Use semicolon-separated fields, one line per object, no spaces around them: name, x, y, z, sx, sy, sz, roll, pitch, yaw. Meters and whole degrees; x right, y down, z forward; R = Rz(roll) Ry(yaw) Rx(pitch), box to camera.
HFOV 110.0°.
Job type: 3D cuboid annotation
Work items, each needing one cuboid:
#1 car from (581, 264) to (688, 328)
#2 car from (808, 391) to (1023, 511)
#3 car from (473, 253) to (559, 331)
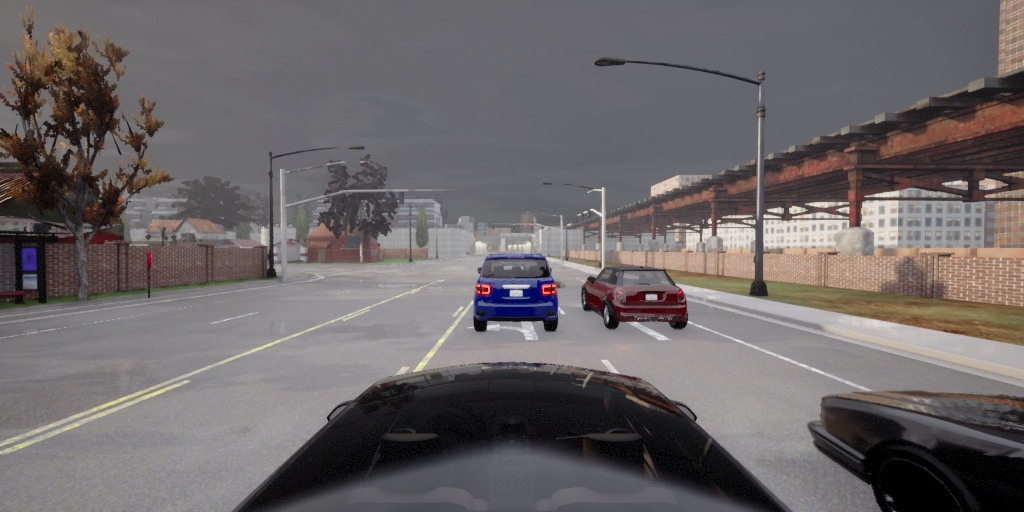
car;3.589;1.069;11.351;2.097;1.767;4.553;0;0;0
car;3.611;1.298;0.747;2.033;1.411;5.357;0;0;0
car;0.089;0.940;10.992;2.150;2.045;5.566;0;0;0
